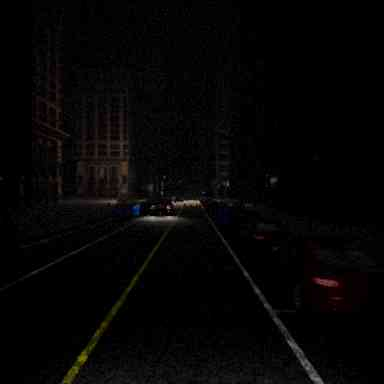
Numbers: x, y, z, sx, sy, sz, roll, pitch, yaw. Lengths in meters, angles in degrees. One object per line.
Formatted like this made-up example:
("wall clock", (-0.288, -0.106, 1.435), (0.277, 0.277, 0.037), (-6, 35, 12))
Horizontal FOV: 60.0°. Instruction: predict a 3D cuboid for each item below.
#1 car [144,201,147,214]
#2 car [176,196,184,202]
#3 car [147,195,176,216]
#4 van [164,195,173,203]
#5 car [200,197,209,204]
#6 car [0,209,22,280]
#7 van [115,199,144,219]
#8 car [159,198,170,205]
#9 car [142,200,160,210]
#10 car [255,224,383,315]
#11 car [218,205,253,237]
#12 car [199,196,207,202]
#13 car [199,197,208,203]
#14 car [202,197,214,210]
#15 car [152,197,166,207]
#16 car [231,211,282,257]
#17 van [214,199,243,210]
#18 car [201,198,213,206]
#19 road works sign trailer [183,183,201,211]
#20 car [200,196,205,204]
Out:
("car", (-5.728, 1.708, 35.551), (1.887, 1.381, 4.507), (0, 0, 0))
("car", (-2.922, 1.586, 74.982), (1.837, 1.490, 4.892), (0, 0, 0))
("car", (-3.060, 1.511, 34.485), (2.097, 1.767, 4.553), (0, 0, 0))
("van", (-5.682, 1.694, 80.679), (1.690, 1.788, 3.998), (0, 0, 0))
("car", (2.838, 1.857, 75.199), (1.752, 1.417, 4.829), (0, 0, 0))
("car", (-5.758, 1.350, 7.348), (2.192, 1.841, 5.009), (0, 0, 0))
("van", (-5.735, 1.479, 29.911), (1.690, 1.788, 3.998), (0, 0, 0))
("car", (-5.693, 1.875, 69.396), (1.947, 1.339, 4.313), (0, 0, 0))
("car", (-5.717, 1.780, 46.832), (1.947, 1.339, 4.313), (0, 0, 0))
("car", (2.768, 1.617, 7.342), (1.802, 1.307, 4.206), (0, 0, 0))
("car", (2.780, 1.652, 18.623), (1.947, 1.339, 4.313), (0, 0, 0))
("car", (2.849, 1.813, 86.312), (1.967, 1.590, 4.097), (0, 0, 0))
("car", (2.844, 1.903, 80.670), (2.008, 1.369, 4.403), (0, 0, 0))
("car", (2.808, 1.759, 46.826), (1.887, 1.381, 4.507), (0, 0, 0))
("car", (-5.706, 1.704, 58.114), (1.967, 1.590, 4.097), (0, 0, 0))
("car", (2.774, 1.643, 12.982), (1.802, 1.307, 4.206), (0, 0, 0))
("van", (2.784, 1.454, 24.265), (1.690, 1.788, 3.998), (0, 0, 0))
("car", (2.826, 1.853, 63.748), (1.947, 1.339, 4.313), (0, 0, 0))
("road works sign trailer", (0.045, 0.664, 43.569), (2.380, 3.560, 2.880), (0, 0, 0))
("car", (2.820, 1.814, 58.107), (2.008, 1.369, 4.403), (0, 0, 0))
